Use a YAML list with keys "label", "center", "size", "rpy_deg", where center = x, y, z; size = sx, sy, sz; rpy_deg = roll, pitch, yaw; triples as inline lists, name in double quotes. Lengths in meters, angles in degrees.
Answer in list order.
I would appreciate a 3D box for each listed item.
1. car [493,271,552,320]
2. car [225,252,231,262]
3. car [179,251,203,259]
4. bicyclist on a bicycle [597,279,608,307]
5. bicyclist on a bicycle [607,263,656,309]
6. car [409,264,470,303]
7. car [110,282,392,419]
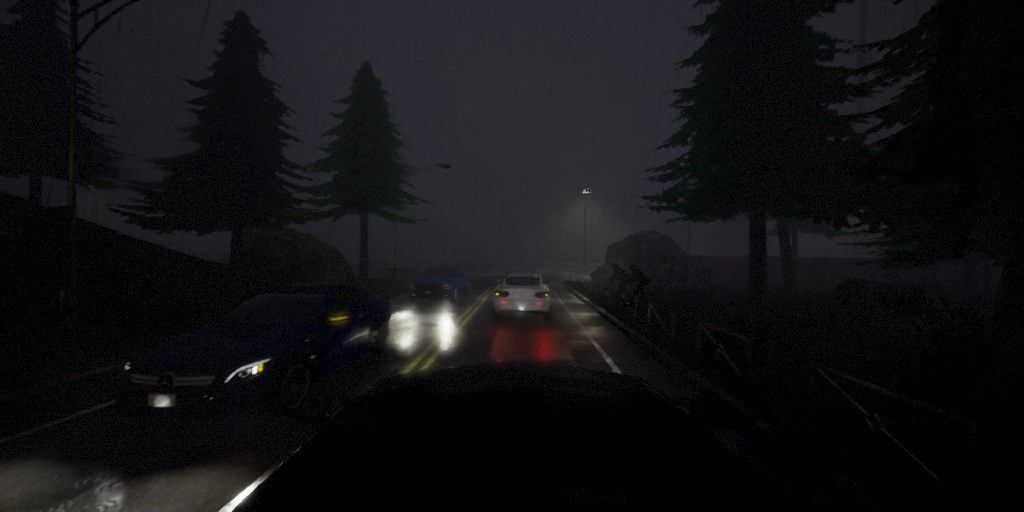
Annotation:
- label: "car"
  center: [0.381, 1.249, 12.547]
  size: [1.812, 1.442, 4.674]
  rpy_deg: [1, 0, 2]
- label: "car"
  center: [-34.379, 0.475, 46.740]
  size: [5.566, 2.045, 2.150]
  rpy_deg: [1, 0, 2]
- label: "car"
  center: [-37.303, 0.451, 39.804]
  size: [5.566, 2.045, 2.150]
  rpy_deg: [1, 0, 2]
- label: "bicyclist on a bicycle"
  center: [3.918, 1.082, 13.220]
  size: [1.656, 1.620, 0.582]
  rpy_deg: [1, 0, -11]
- label: "bicyclist on a bicycle"
  center: [4.403, 1.110, 12.733]
  size: [1.656, 1.620, 0.582]
  rpy_deg: [3, 0, -13]
- label: "car"
  center: [-3.121, 1.133, 16.303]
  size: [1.882, 1.535, 5.008]
  rpy_deg: [1, 0, 3]
- label: "car"
  center: [-3.501, 1.207, 5.988]
  size: [1.812, 1.442, 4.674]
  rpy_deg: [1, 0, 2]
